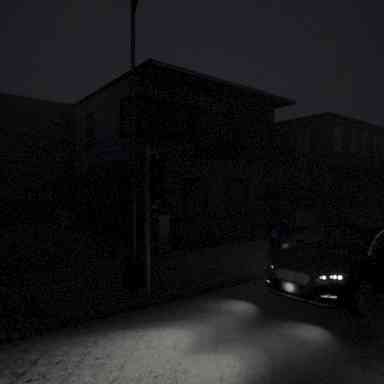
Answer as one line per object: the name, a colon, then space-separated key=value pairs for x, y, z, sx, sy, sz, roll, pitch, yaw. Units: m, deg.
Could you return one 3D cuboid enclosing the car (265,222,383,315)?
car: x=3.707 y=1.491 z=7.653 sx=4.902 sy=1.511 sz=2.128 roll=0 pitch=0 yaw=-39
